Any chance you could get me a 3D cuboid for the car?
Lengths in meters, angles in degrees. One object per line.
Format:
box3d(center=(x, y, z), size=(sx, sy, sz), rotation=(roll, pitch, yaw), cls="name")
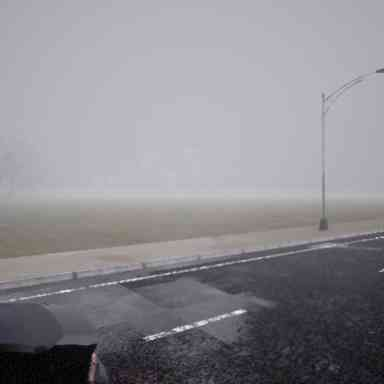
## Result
box3d(center=(-2.870, 1.497, 1.639), size=(4.902, 1.511, 2.128), rotation=(0, 0, -35), cls="car")
